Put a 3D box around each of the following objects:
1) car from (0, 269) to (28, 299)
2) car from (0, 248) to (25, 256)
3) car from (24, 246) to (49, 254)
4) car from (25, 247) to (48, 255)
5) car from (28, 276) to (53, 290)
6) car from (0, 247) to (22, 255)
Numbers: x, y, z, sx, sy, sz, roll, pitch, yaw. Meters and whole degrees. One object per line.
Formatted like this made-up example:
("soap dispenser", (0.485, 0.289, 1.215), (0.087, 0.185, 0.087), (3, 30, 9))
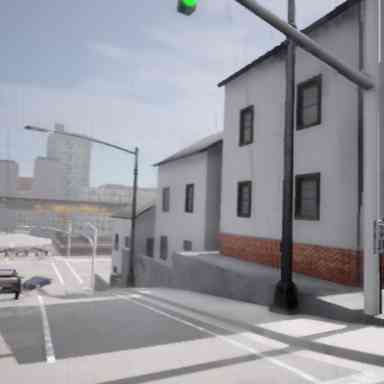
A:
("car", (-10.071, 4.883, 17.636), (2.128, 1.511, 4.902), (4, -16, -26))
("car", (-38.669, 12.559, 70.052), (2.038, 1.542, 4.974), (0, -4, 28))
("car", (-34.204, 12.771, 73.056), (4.536, 1.218, 1.853), (2, -4, 3))
("car", (-34.158, 12.930, 73.043), (4.974, 1.542, 2.038), (2, -4, 3))
("car", (-20.080, 11.680, 43.422), (1.994, 1.385, 4.181), (1, -4, 12))
("car", (-38.638, 12.405, 70.108), (1.853, 1.218, 4.536), (0, -4, 28))
